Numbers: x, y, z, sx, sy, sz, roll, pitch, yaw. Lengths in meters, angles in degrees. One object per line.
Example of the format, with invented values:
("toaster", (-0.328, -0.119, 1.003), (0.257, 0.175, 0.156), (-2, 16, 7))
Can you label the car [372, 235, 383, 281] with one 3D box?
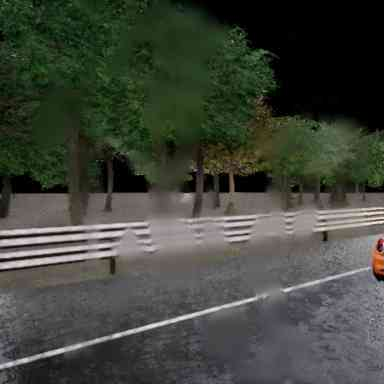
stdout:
("car", (6.599, 1.320, 8.452), (4.553, 1.767, 2.097), (0, 0, -36))
